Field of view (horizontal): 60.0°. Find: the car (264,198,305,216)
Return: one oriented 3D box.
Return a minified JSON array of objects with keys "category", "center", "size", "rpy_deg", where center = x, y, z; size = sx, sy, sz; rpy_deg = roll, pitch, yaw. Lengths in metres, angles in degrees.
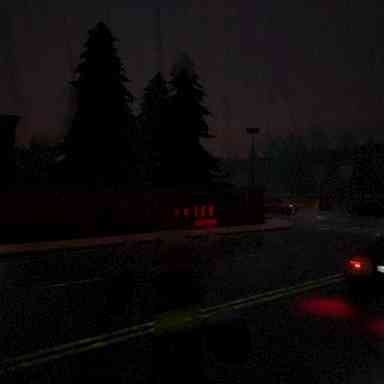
[{"category":"car","center":[8.741,1.352,32.426],"size":[2.097,1.767,4.553],"rpy_deg":[0,0,-33]}]

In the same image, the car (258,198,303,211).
[{"category":"car","center":[11.006,1.547,41.604],"size":[2.033,1.411,5.357],"rpy_deg":[0,0,-35]}]

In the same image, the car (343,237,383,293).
[{"category":"car","center":[5.770,1.547,7.888],"size":[5.357,1.411,2.033],"rpy_deg":[0,0,-35]}]

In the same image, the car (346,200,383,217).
[{"category":"car","center":[15.861,1.507,28.640],"size":[1.837,1.490,4.892],"rpy_deg":[0,-1,-35]}]
